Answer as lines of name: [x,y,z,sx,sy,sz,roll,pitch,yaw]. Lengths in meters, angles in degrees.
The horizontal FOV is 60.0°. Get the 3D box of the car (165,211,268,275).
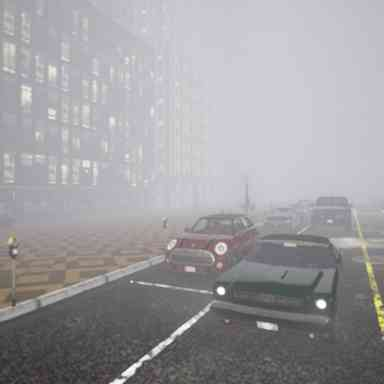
car: [0.805,1.440,10.258,1.967,1.590,4.097,0,0,25]

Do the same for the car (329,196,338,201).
car: [36.300,1.646,85.111,1.947,1.339,4.313,0,0,25]

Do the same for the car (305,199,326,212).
car: [15.003,1.580,40.199,1.947,1.339,4.313,0,0,25]

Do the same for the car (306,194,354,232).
car: [8.665,1.225,20.548,2.150,2.045,5.566,0,0,25]

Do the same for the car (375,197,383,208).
car: [27.308,1.589,46.588,1.947,1.339,4.313,0,0,25]

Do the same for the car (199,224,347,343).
car: [2.009,1.601,6.739,1.895,1.301,4.718,0,0,25]

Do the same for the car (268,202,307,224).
car: [5.537,1.554,20.237,2.008,1.369,4.403,0,0,25]

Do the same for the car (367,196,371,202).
car: [36.773,1.597,66.550,1.887,1.381,4.507,0,0,25]

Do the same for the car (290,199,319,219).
car: [10.270,1.449,30.219,1.967,1.590,4.097,0,0,25]

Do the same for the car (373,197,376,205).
car: [29.747,1.555,51.731,1.752,1.417,4.829,0,0,25]

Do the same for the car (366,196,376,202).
car: [43.871,1.624,81.520,1.887,1.381,4.507,0,0,25]

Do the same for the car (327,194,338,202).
car: [33.932,1.385,80.122,2.192,1.841,5.009,0,0,25]

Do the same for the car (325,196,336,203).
car: [29.201,1.619,70.141,1.947,1.339,4.313,0,0,25]

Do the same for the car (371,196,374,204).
car: [32.112,1.562,56.723,1.752,1.417,4.829,0,0,25]

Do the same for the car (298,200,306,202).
car: [7.904,1.557,25.228,2.008,1.369,4.403,0,0,25]
